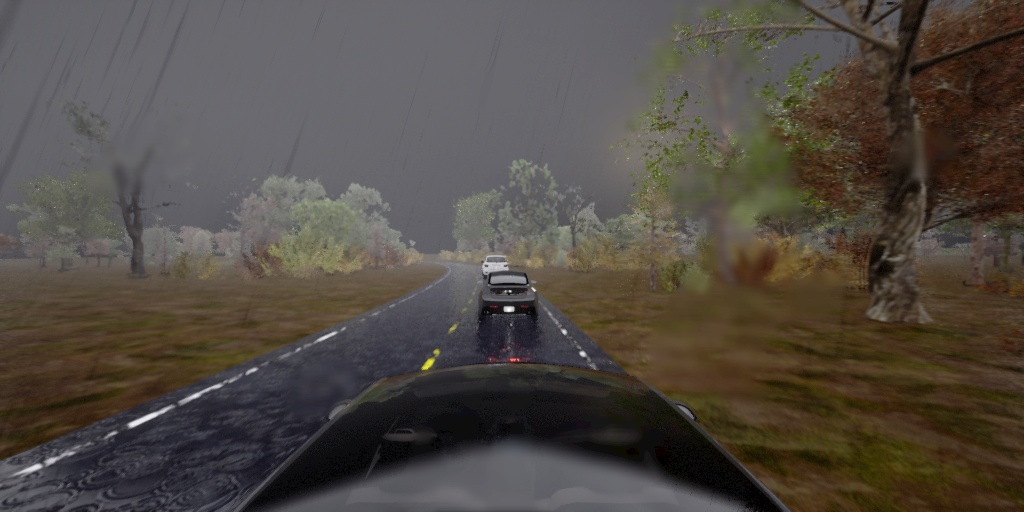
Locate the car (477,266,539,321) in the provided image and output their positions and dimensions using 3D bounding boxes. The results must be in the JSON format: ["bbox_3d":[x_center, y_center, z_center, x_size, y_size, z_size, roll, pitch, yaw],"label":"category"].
[{"bbox_3d":[-0.168,1.255,12.554,1.837,1.490,4.892,0,0,-2],"label":"car"}]

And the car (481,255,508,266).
[{"bbox_3d":[-1.549,0.974,32.194,2.150,2.045,5.566,0,0,-6],"label":"car"}]
